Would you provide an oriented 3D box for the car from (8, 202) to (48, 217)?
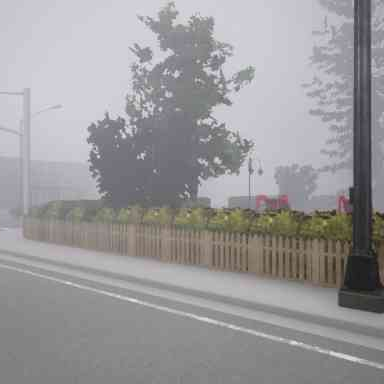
[{"bbox_3d":[-14.002,1.601,30.308,1.895,1.301,4.718,0,0,35],"label":"car"}]
